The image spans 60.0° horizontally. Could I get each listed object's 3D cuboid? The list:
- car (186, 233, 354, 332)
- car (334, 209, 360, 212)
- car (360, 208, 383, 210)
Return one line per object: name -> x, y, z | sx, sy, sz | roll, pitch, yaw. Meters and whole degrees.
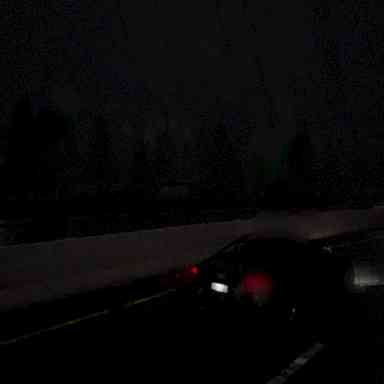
car -> 1.832, 1.564, 7.008 | 1.994, 1.385, 4.181 | 0, 0, 43
car -> 15.403, 1.489, 31.402 | 4.902, 1.511, 2.128 | 0, 0, -31
car -> 16.858, 1.474, 28.203 | 5.008, 1.535, 1.882 | 0, 0, -31
